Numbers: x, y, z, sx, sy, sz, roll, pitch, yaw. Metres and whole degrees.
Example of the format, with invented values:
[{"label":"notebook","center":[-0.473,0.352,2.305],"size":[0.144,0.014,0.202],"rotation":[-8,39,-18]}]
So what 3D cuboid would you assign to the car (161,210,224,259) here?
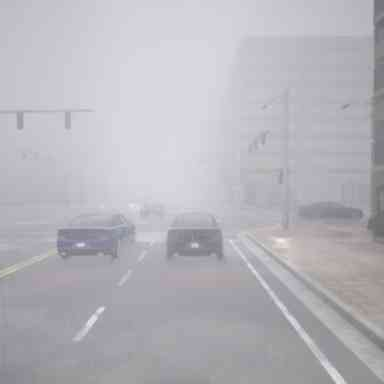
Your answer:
[{"label":"car","center":[0.099,1.476,12.611],"size":[1.882,1.535,5.008],"rotation":[0,0,0]}]

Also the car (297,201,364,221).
[{"label":"car","center":[10.970,1.473,26.421],"size":[5.008,1.535,1.882],"rotation":[0,-1,-2]}]

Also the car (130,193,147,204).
[{"label":"car","center":[-10.441,1.483,62.680],"size":[2.128,1.511,4.902],"rotation":[0,0,1]}]

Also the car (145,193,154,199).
[{"label":"car","center":[-10.387,1.214,78.612],"size":[2.150,2.045,5.566],"rotation":[0,0,0]}]

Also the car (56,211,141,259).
[{"label":"car","center":[-3.400,1.476,12.665],"size":[1.882,1.535,5.008],"rotation":[0,0,0]}]

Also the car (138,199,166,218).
[{"label":"car","center":[-3.365,1.596,29.923],"size":[1.895,1.301,4.718],"rotation":[0,0,0]}]
